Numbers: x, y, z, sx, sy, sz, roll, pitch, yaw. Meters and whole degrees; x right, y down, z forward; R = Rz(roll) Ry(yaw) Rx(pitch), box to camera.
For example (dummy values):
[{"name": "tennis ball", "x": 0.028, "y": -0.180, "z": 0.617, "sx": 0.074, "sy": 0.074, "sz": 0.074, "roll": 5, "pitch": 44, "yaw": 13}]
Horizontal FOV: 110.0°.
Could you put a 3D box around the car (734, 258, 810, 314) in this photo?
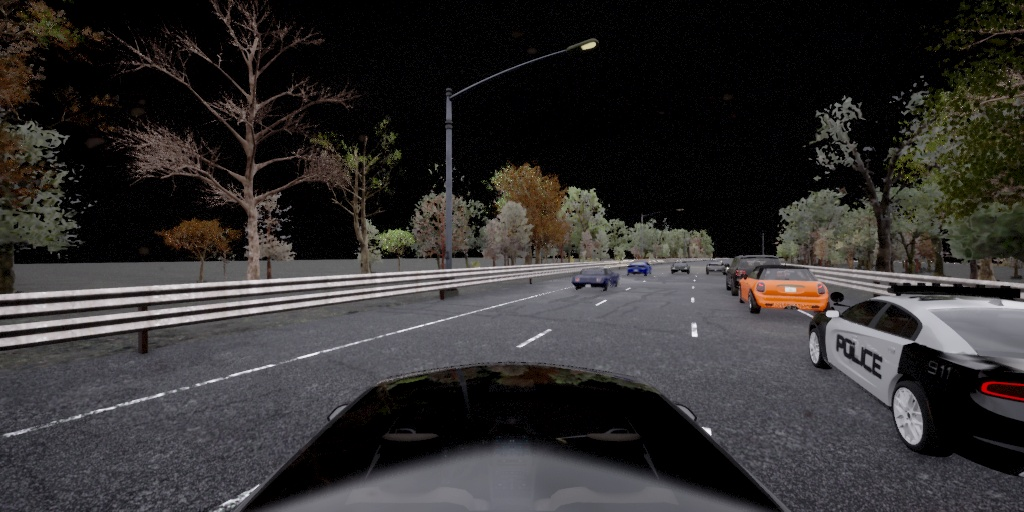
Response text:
[{"name": "car", "x": 9.899, "y": 1.102, "z": 13.415, "sx": 2.097, "sy": 1.767, "sz": 4.553, "roll": 0, "pitch": 0, "yaw": 27}]

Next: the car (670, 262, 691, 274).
[{"name": "car", "x": 19.238, "y": 1.369, "z": 40.818, "sx": 1.895, "sy": 1.301, "sz": 4.718, "roll": 0, "pitch": 0, "yaw": 28}]

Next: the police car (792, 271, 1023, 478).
[{"name": "police car", "x": 5.596, "y": 1.175, "z": 4.682, "sx": 1.930, "sy": 1.638, "sz": 5.238, "roll": 0, "pitch": 0, "yaw": 26}]

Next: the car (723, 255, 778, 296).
[{"name": "car", "x": 12.599, "y": 0.978, "z": 18.755, "sx": 2.150, "sy": 2.045, "sz": 5.566, "roll": 0, "pitch": 0, "yaw": 27}]

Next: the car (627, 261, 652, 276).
[{"name": "car", "x": 13.249, "y": 1.240, "z": 37.070, "sx": 1.882, "sy": 1.535, "sz": 5.008, "roll": 0, "pitch": 0, "yaw": 28}]

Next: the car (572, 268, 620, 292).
[{"name": "car", "x": 5.222, "y": 1.353, "z": 21.753, "sx": 1.895, "sy": 1.301, "sz": 4.718, "roll": 0, "pitch": 0, "yaw": 27}]

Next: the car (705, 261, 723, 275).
[{"name": "car", "x": 22.352, "y": 1.261, "z": 39.343, "sx": 2.128, "sy": 1.511, "sz": 4.902, "roll": 0, "pitch": 0, "yaw": 29}]
